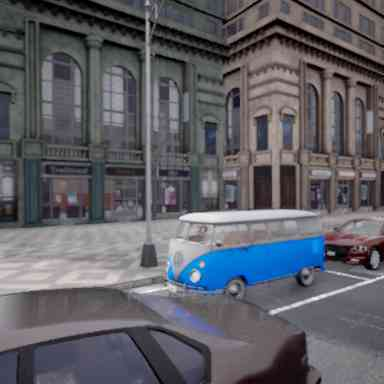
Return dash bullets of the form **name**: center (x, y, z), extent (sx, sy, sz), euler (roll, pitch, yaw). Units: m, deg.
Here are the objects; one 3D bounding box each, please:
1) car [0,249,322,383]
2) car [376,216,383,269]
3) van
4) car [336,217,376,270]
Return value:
- **car**: center (-1.404, 1.547, 2.330), extent (5.357, 1.411, 2.033), euler (0, 0, -33)
- **car**: center (7.327, 1.182, 8.594), extent (5.566, 2.045, 2.150), euler (0, 0, -35)
- **van**: center (1.328, 1.322, 7.619), extent (3.998, 1.788, 1.690), euler (0, 0, -36)
- **car**: center (5.826, 1.505, 10.829), extent (4.507, 1.381, 1.887), euler (0, 0, -36)
